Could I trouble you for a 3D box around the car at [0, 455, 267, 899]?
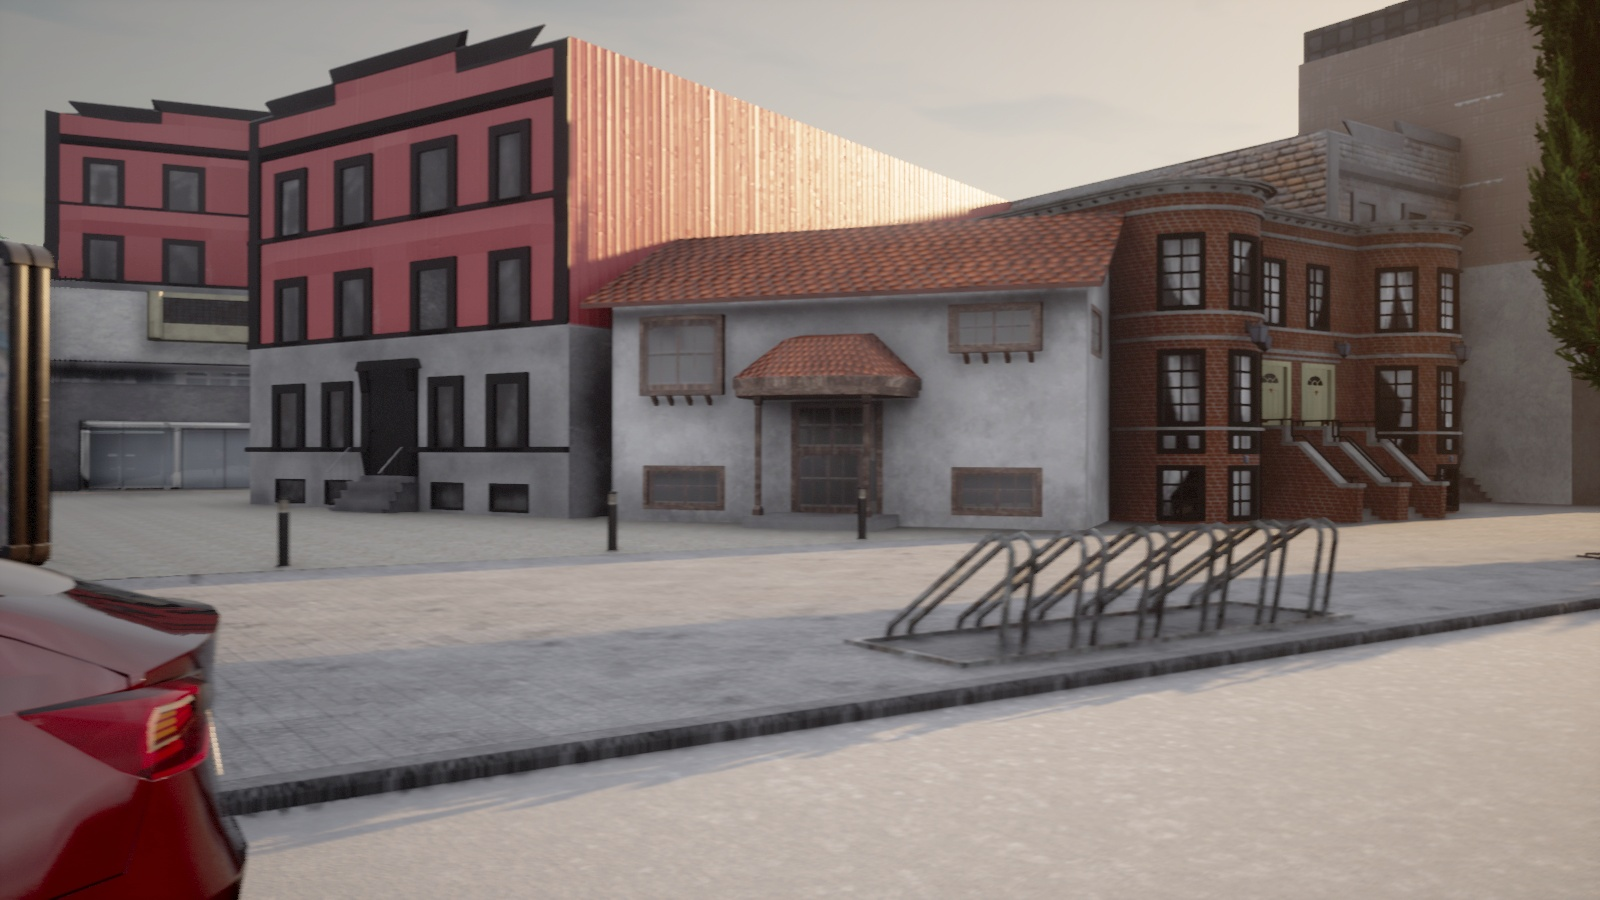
[{"bbox_3d":[-3.551,0.757,1.795,4.792,1.488,2.163,0,0,-35],"label":"car"}]
